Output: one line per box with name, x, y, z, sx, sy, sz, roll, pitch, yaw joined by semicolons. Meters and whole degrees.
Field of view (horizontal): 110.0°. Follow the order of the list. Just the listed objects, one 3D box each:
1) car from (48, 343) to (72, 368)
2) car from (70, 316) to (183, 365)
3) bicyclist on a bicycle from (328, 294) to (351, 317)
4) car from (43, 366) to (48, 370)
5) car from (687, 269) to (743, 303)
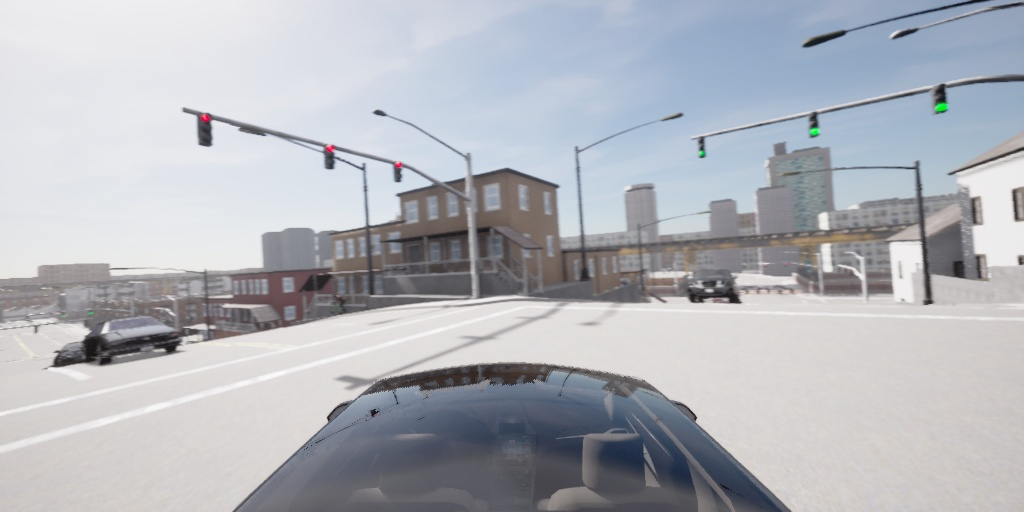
car;-22.033;5.097;18.454;4.674;1.442;1.812;-19;-9;33
car;-13.877;2.948;12.951;5.357;1.411;2.033;-10;-4;34
bicyclist on a bicycle;-12.056;3.415;24.914;0.582;1.620;1.656;-14;-6;34
car;-30.075;7.929;23.910;4.718;1.301;1.895;-19;-9;33
car;11.538;1.739;20.440;2.150;2.045;5.566;-5;-10;34
